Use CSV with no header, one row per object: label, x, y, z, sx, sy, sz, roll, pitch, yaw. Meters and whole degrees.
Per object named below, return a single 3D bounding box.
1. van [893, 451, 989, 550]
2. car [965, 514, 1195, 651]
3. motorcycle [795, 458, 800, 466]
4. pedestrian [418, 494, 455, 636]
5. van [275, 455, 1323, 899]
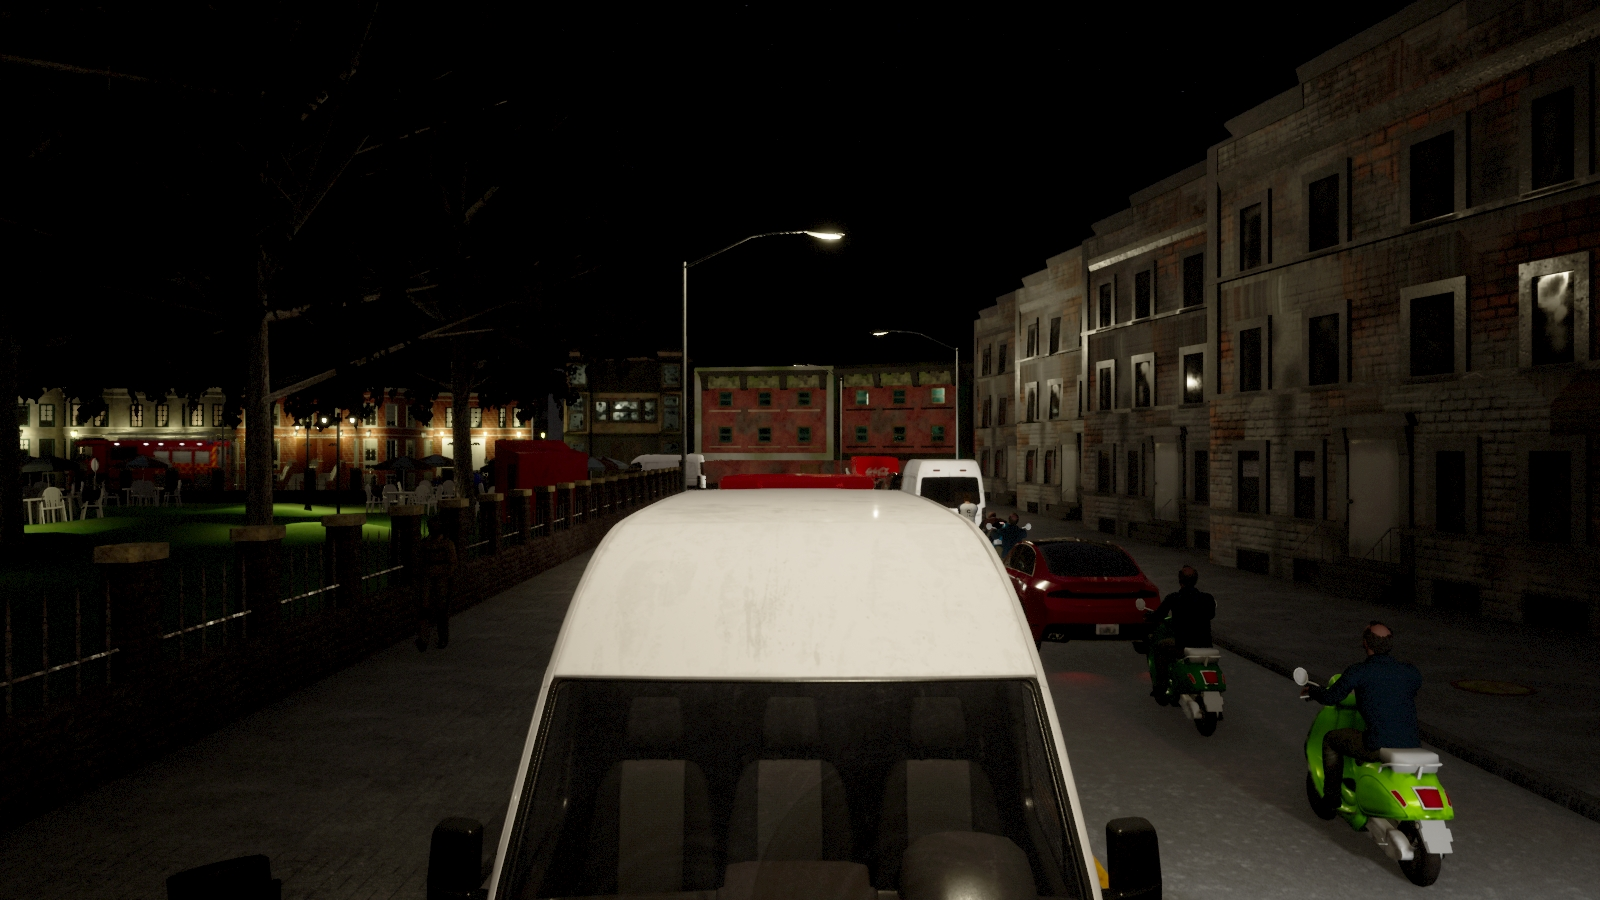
van,3.906,1.314,32.634,1.988,2.561,5.915,0,0,0
car,3.953,1.841,17.118,2.231,1.480,4.892,0,0,0
motorcycle,-0.384,1.962,183.190,0.856,1.236,1.805,0,0,0
pedestrian,-4.842,1.525,15.233,0.375,1.860,0.375,0,0,0
van,-0.006,1.314,5.127,1.988,2.561,5.915,0,0,0
